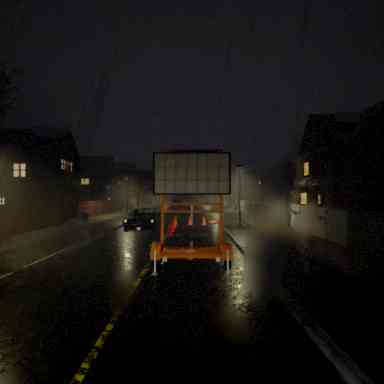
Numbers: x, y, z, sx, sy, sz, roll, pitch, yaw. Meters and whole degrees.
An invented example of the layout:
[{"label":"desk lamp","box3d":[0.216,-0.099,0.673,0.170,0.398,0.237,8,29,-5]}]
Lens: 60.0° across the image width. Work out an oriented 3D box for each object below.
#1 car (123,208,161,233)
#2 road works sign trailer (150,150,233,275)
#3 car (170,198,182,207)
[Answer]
[{"label":"car","box3d":[-2.848,1.653,20.028,1.895,1.301,4.718,0,0,0]},{"label":"road works sign trailer","box3d":[-0.002,0.484,10.454,2.380,3.560,2.880,0,0,1]},{"label":"car","box3d":[-2.744,1.800,58.687,1.882,1.535,5.008,0,-1,0]}]
